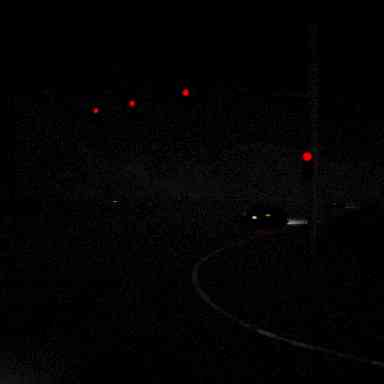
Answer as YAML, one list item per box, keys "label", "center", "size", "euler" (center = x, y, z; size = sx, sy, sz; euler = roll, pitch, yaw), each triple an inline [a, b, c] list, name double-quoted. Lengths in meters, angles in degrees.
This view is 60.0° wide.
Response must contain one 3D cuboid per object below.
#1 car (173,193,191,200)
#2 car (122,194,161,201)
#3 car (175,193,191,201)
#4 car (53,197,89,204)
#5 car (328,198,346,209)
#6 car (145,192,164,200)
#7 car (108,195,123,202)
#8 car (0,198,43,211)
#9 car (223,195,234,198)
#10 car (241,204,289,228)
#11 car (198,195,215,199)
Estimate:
- label: "car"
  center: [-1.916, 1.219, 63.963]
  size: [1.882, 1.535, 5.008]
  euler: [0, 0, 25]
- label: "car"
  center: [-6.506, 1.377, 43.089]
  size: [1.994, 1.385, 4.181]
  euler: [0, 0, 34]
- label: "car"
  center: [-1.971, 1.024, 73.762]
  size: [2.097, 1.767, 4.553]
  euler: [0, 0, 19]
- label: "car"
  center: [-16.849, 1.377, 46.450]
  size: [1.895, 1.301, 4.718]
  euler: [0, 0, 34]
- label: "car"
  center: [18.979, 1.432, 43.657]
  size: [1.994, 1.385, 4.181]
  euler: [0, 0, 31]
- label: "car"
  center: [-7.410, 0.964, 61.032]
  size: [2.150, 2.045, 5.566]
  euler: [0, 0, 30]
- label: "car"
  center: [-10.399, 1.282, 49.834]
  size: [1.837, 1.490, 4.892]
  euler: [0, 0, 34]
- label: "car"
  center: [-15.683, 1.348, 29.212]
  size: [1.837, 1.490, 4.892]
  euler: [0, 1, 34]
- label: "car"
  center: [7.770, 1.293, 69.749]
  size: [1.994, 1.385, 4.181]
  euler: [0, 0, 19]
- label: "car"
  center: [4.784, 1.487, 21.477]
  size: [1.994, 1.385, 4.181]
  euler: [0, 0, 32]
- label: "car"
  center: [2.625, 1.283, 57.674]
  size: [1.837, 1.490, 4.892]
  euler: [0, 0, 29]
